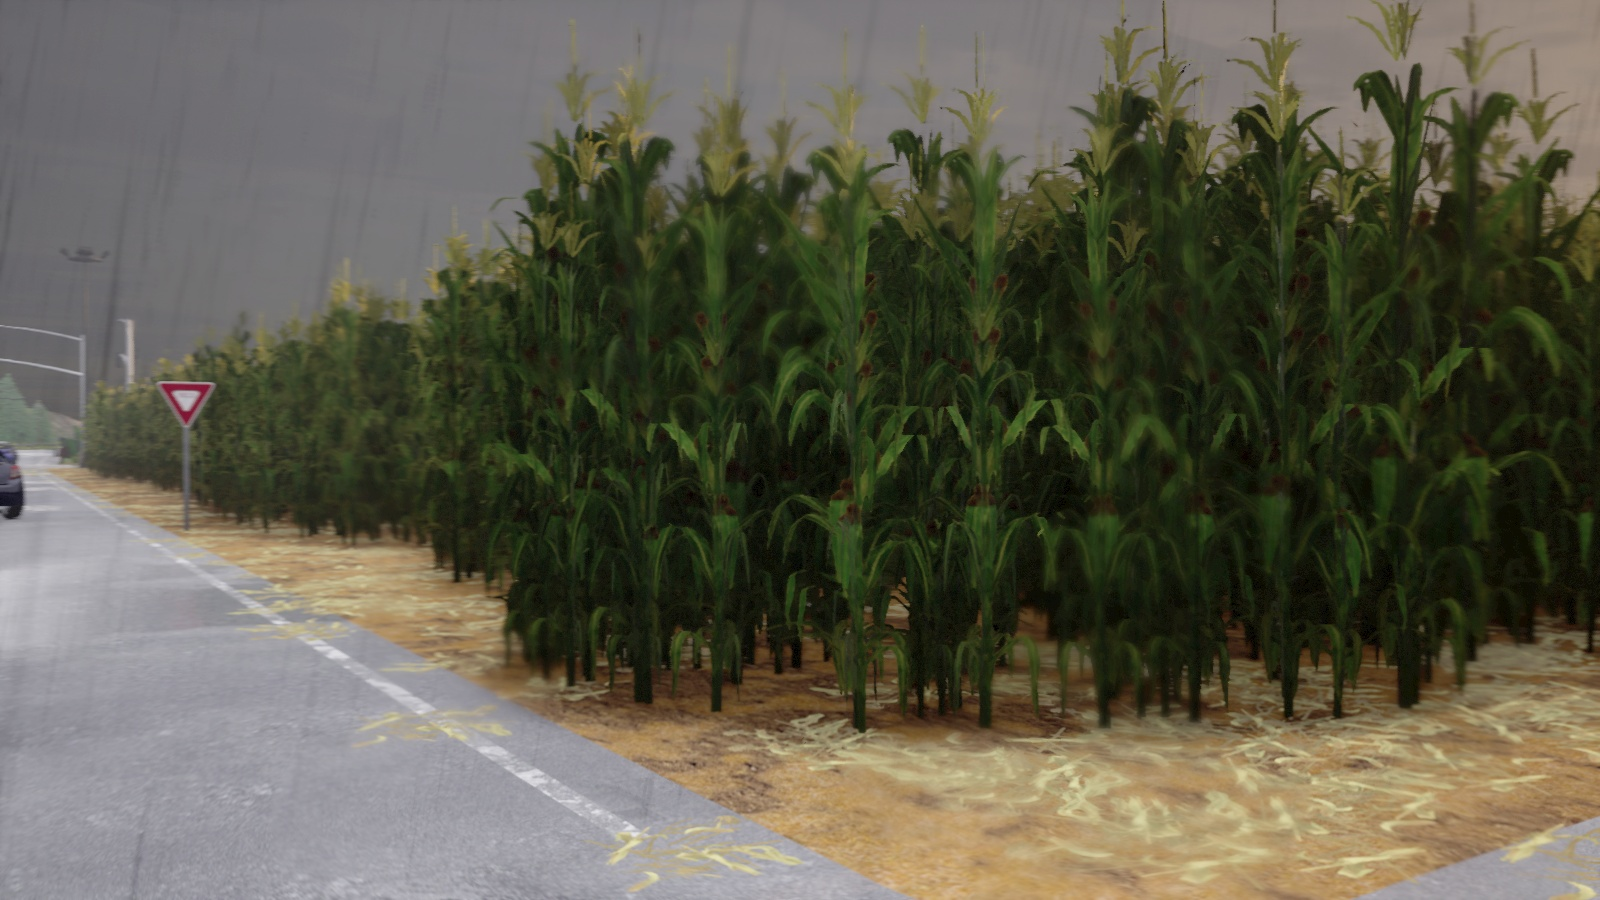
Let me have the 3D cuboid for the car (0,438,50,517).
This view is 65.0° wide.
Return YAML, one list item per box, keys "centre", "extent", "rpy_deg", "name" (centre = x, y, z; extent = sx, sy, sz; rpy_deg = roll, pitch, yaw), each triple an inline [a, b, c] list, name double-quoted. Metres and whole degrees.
- centre: [-16.750, 0.503, 25.069]
  extent: [3.633, 1.501, 1.845]
  rpy_deg: [1, 0, 38]
  name: "car"

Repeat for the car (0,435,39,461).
- centre: [-45.594, -0.121, 73.363]
  extent: [1.816, 1.474, 4.193]
  rpy_deg: [0, 1, -30]
  name: "car"
